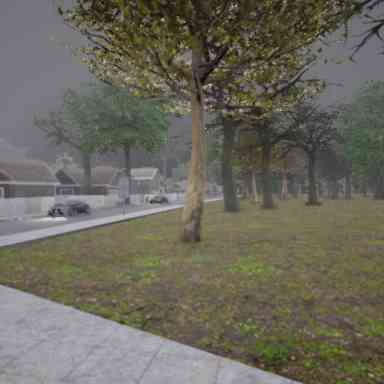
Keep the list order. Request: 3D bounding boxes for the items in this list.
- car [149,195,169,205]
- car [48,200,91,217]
[{"bbox_3d":[-5.158,1.224,52.747,2.033,1.411,5.357,-1,0,13],"label":"car"},{"bbox_3d":[-10.436,1.374,28.559,1.994,1.385,4.181,-1,0,12],"label":"car"}]
